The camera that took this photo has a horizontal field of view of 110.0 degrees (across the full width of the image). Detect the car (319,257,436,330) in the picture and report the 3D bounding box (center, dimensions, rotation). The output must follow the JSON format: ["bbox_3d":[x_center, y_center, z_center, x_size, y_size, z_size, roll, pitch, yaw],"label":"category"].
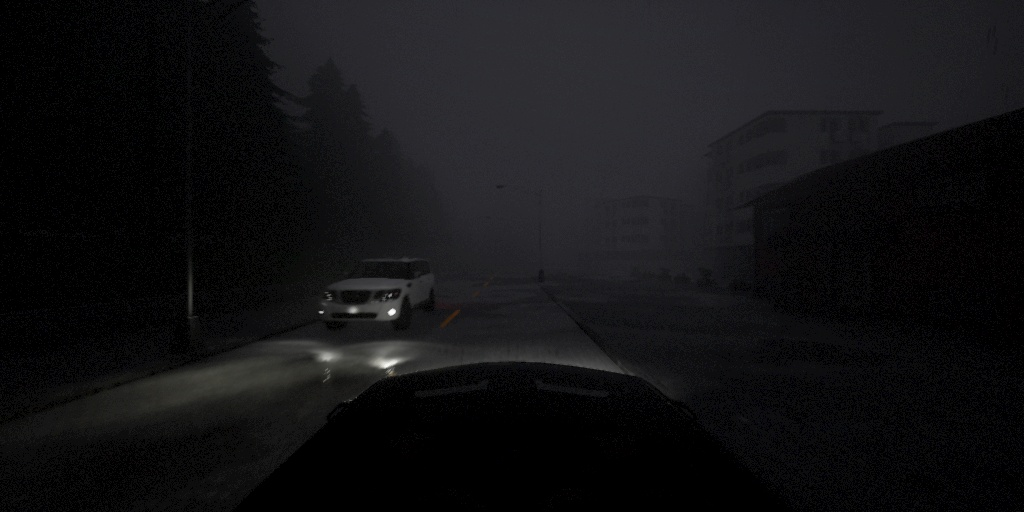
[{"bbox_3d":[-3.998,1.045,11.807,2.150,2.045,5.566,0,-1,0],"label":"car"}]
